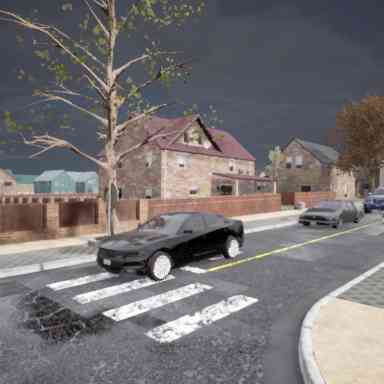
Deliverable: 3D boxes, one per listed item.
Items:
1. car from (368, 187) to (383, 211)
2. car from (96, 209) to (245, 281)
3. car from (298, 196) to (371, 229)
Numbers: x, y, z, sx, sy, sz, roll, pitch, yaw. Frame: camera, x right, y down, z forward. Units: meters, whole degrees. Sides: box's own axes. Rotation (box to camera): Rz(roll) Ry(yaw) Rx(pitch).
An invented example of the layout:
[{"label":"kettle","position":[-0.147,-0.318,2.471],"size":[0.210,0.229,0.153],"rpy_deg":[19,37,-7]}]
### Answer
[{"label":"car","position":[15.629,0.641,26.535],"size":[2.150,2.045,5.566],"rpy_deg":[1,2,44]},{"label":"car","position":[-0.372,1.301,9.666],"size":[1.882,1.535,5.008],"rpy_deg":[1,2,40]},{"label":"car","position":[7.947,1.155,18.650],"size":[2.033,1.411,5.357],"rpy_deg":[1,2,44]}]
